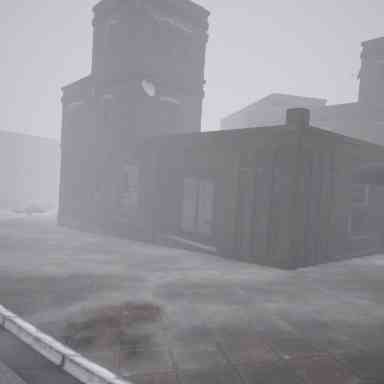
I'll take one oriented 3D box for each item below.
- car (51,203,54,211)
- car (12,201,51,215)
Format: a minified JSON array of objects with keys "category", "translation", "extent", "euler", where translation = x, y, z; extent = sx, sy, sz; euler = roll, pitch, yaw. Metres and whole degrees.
[{"category":"car","translation":[-22.613,2.069,49.680],"extent":[2.128,1.511,4.902],"euler":[4,-1,12]},{"category":"car","translation":[-20.240,2.106,41.610],"extent":[2.033,1.411,5.357],"euler":[4,-2,3]}]
